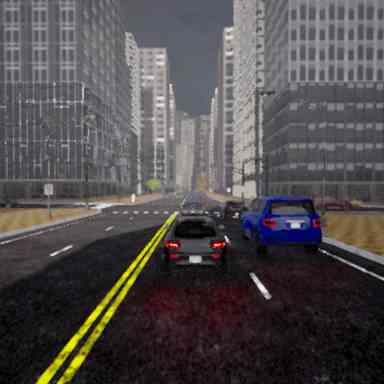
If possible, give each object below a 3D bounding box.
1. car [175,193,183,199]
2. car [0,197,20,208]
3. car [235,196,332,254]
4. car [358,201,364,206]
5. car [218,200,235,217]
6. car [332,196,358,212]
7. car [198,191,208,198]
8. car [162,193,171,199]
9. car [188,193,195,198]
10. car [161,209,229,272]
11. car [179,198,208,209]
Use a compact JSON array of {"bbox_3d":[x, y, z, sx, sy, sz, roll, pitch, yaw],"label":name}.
[{"bbox_3d":[-3.370,0.976,87.615,2.097,1.767,4.553,0,0,0],"label":"car"},{"bbox_3d":[-22.778,1.290,39.567,4.313,1.339,1.947,1,1,1],"label":"car"},{"bbox_3d":[3.345,1.170,13.484,2.150,2.045,5.566,0,0,0],"label":"car"},{"bbox_3d":[21.746,1.468,47.386,4.829,1.417,1.752,0,1,1],"label":"car"},{"bbox_3d":[3.316,1.396,26.968,1.837,1.490,4.892,0,0,0],"label":"car"},{"bbox_3d":[16.149,1.375,39.091,5.009,1.841,2.192,0,1,1],"label":"car"},{"bbox_3d":[3.131,1.096,88.195,1.812,1.442,4.674,0,0,0],"label":"car"},{"bbox_3d":[-6.620,0.977,87.611,2.097,1.767,4.553,0,0,0],"label":"car"},{"bbox_3d":[-0.119,1.097,88.191,1.812,1.442,4.674,0,0,0],"label":"car"},{"bbox_3d":[0.084,1.487,10.488,1.812,1.442,4.674,0,0,0],"label":"car"},{"bbox_3d":[0.067,1.446,26.008,2.033,1.411,5.357,0,0,0],"label":"car"}]
